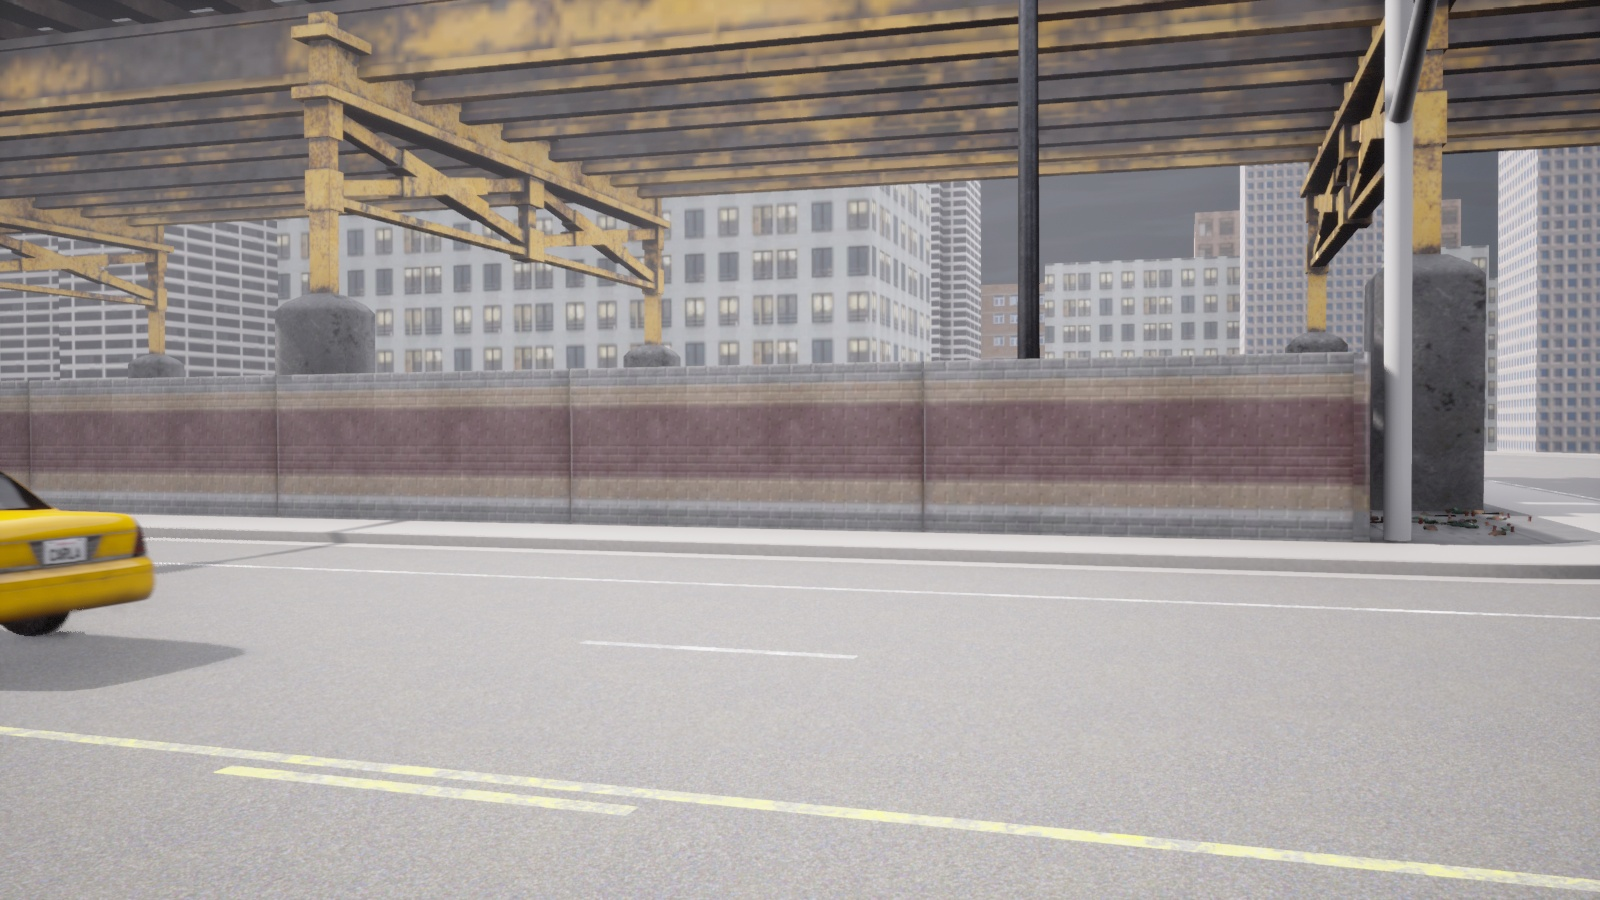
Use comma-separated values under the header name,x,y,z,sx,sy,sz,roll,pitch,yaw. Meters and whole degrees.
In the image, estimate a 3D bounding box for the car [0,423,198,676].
name,x,y,z,sx,sy,sz,roll,pitch,yaw
car,-7.306,0.589,9.337,5.366,1.575,1.801,1,1,19
